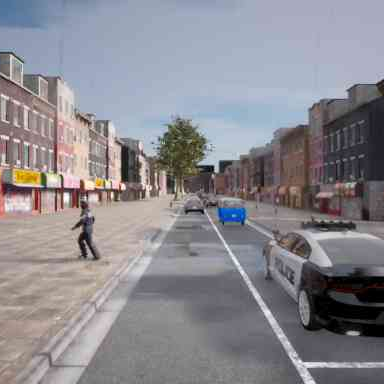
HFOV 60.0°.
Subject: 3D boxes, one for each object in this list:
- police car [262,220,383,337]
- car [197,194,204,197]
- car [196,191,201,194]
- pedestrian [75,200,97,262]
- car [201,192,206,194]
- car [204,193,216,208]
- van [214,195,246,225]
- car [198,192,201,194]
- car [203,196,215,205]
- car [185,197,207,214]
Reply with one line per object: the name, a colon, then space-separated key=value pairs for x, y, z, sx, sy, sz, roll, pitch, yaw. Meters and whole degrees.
police car: x=2.777 y=1.426 z=6.997 sx=1.930 sy=1.638 sz=5.238 roll=0 pitch=0 yaw=0
car: x=0.260 y=1.390 z=44.878 sx=1.882 sy=1.535 sz=5.008 roll=0 pitch=0 yaw=1
car: x=3.000 y=0.972 z=89.944 sx=2.192 sy=1.841 sz=5.009 roll=1 pitch=0 yaw=0
pedestrian: x=-3.183 y=1.142 z=10.036 sx=0.375 sy=1.860 sz=0.375 roll=0 pitch=0 yaw=0
car: x=2.848 y=1.198 z=51.156 sx=2.192 sy=1.841 sz=5.009 roll=1 pitch=0 yaw=0
car: x=2.824 y=1.349 z=45.615 sx=1.967 sy=1.590 sz=4.097 roll=1 pitch=0 yaw=0
van: x=2.737 y=1.323 z=23.448 sx=1.690 sy=1.788 sz=3.998 roll=0 pitch=0 yaw=0
car: x=2.954 y=1.281 z=78.863 sx=2.008 sy=1.369 sz=4.403 roll=1 pitch=0 yaw=0
car: x=2.866 y=1.421 z=56.698 sx=1.947 sy=1.339 sz=4.313 roll=1 pitch=0 yaw=0
car: x=0.239 y=1.515 z=34.966 sx=1.994 sy=1.385 sz=4.181 roll=0 pitch=0 yaw=0
